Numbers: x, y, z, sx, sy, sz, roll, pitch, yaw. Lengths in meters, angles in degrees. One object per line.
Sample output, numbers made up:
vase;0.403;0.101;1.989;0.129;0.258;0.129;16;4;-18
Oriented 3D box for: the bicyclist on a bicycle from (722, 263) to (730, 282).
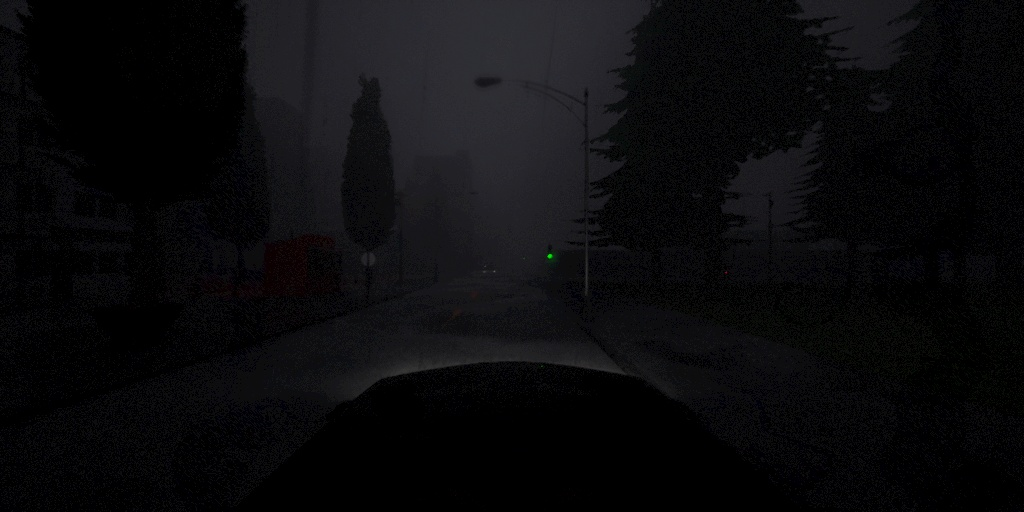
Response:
bicyclist on a bicycle;18.127;1.418;30.635;0.582;1.620;1.656;0;-1;0
